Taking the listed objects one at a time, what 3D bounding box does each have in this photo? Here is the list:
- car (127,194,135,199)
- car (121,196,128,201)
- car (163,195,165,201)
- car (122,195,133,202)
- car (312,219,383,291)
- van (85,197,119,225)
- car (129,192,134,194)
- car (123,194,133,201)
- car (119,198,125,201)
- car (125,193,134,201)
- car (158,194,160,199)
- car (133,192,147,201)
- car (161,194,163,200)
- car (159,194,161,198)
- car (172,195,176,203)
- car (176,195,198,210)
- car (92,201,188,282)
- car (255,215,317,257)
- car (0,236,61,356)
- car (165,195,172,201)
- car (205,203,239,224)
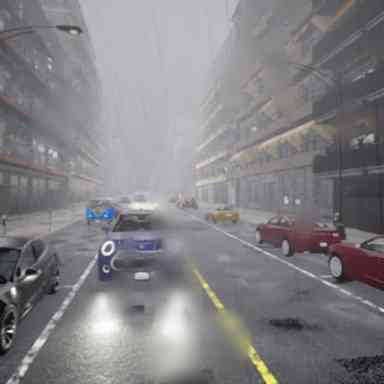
[{"bbox_3d":[-16.547,1.224,90.002,2.008,1.369,4.403,1,0,-9],"label":"car"},{"bbox_3d":[-7.914,1.437,33.951,2.008,1.369,4.403,1,0,-9],"label":"car"},{"bbox_3d":[-3.938,1.350,63.189,1.887,1.381,4.507,1,0,-9],"label":"car"},{"bbox_3d":[-13.094,1.314,67.582,2.008,1.369,4.403,1,0,-9],"label":"car"},{"bbox_3d":[4.694,1.540,7.142,1.887,1.381,4.507,1,0,-9],"label":"car"},{"bbox_3d":[-6.184,1.265,22.740,1.690,1.788,3.998,1,0,-9],"label":"van"},{"bbox_3d":[-12.204,1.311,61.809,1.752,1.417,4.829,1,0,-9],"label":"car"},{"bbox_3d":[-13.955,1.181,73.187,1.967,1.590,4.097,1,0,-9],"label":"car"},{"bbox_3d":[-7.051,1.450,28.345,1.887,1.381,4.507,1,0,-9],"label":"car"},{"bbox_3d":[-11.368,1.371,56.373,1.947,1.339,4.313,1,0,-9],"label":"car"},{"bbox_3d":[-6.528,1.285,80.002,1.887,1.381,4.507,1,0,-9],"label":"car"},{"bbox_3d":[-9.886,1.135,64.354,2.097,1.767,4.553,0,0,-9],"label":"car"},{"bbox_3d":[-4.802,1.335,68.793,2.008,1.369,4.403,1,0,-9],"label":"car"},{"bbox_3d":[-5.665,1.313,74.398,2.008,1.369,4.403,1,0,-9],"label":"car"},{"bbox_3d":[-1.348,1.450,46.377,1.802,1.307,4.206,1,0,-9],"label":"car"},{"bbox_3d":[-0.484,1.328,40.770,1.967,1.590,4.097,1,0,-9],"label":"car"},{"bbox_3d":[-1.487,1.323,9.823,2.097,1.767,4.553,0,0,-9],"label":"car"},{"bbox_3d":[3.831,1.523,12.746,1.887,1.381,4.507,1,0,-9],"label":"car"},{"bbox_3d":[-3.597,1.540,5.925,1.947,1.339,4.313,1,0,-9],"label":"car"},{"bbox_3d":[-3.073,1.267,57.583,1.967,1.590,4.097,1,0,-9],"label":"car"},{"bbox_3d":[2.079,1.469,24.124,1.752,1.417,4.829,1,0,-9],"label":"car"}]
